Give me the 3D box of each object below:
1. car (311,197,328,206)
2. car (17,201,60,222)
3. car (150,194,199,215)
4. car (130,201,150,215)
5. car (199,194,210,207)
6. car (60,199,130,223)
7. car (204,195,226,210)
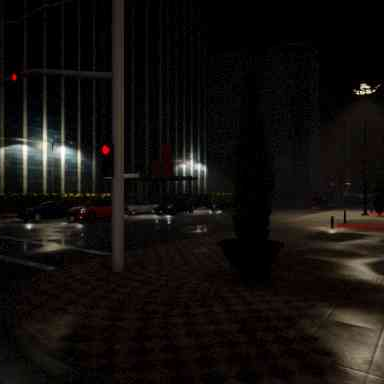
[{"bbox_3d":[20.488,1.505,53.430,1.837,1.490,4.892,0,0,35],"label":"car"},{"bbox_3d":[-11.255,1.478,26.586,1.882,1.535,5.008,0,0,35],"label":"car"},{"bbox_3d":[-1.731,1.352,34.126,2.097,1.767,4.553,0,0,35],"label":"car"},{"bbox_3d":[-5.593,1.601,34.712,1.895,1.301,4.718,0,0,35],"label":"car"},{"bbox_3d":[0.539,1.221,43.485,2.150,2.045,5.566,0,0,35],"label":"car"},{"bbox_3d":[-7.420,1.352,25.965,2.097,1.767,4.553,0,0,35],"label":"car"},{"bbox_3d":[4.109,1.492,42.483,2.128,1.511,4.902,0,0,35],"label":"car"}]
